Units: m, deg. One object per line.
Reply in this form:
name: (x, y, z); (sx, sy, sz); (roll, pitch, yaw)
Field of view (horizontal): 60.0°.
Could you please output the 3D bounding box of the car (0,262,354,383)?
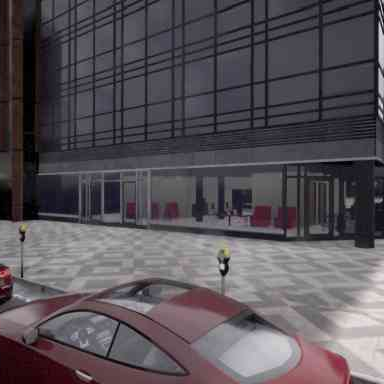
car: (-0.593, 1.582, 3.377); (4.206, 1.307, 1.802); (0, 0, 35)
